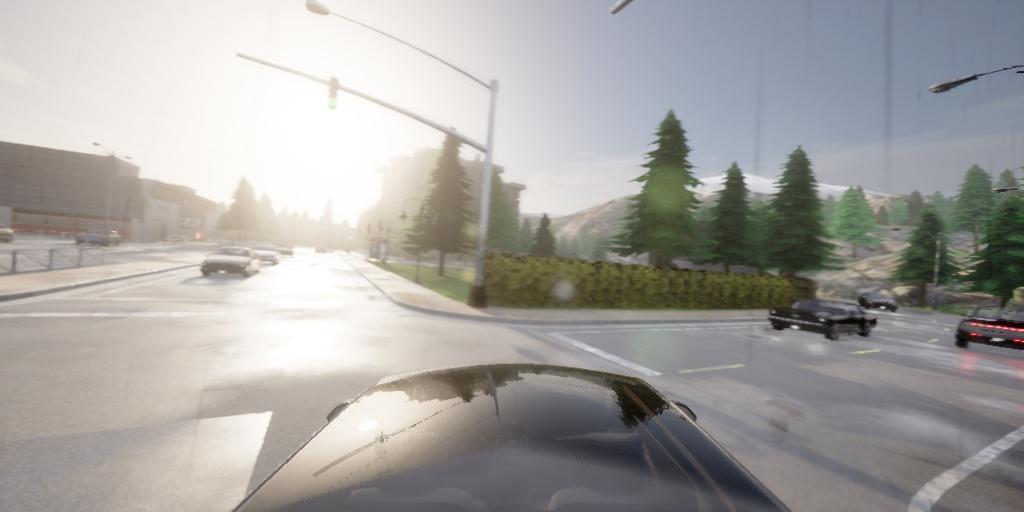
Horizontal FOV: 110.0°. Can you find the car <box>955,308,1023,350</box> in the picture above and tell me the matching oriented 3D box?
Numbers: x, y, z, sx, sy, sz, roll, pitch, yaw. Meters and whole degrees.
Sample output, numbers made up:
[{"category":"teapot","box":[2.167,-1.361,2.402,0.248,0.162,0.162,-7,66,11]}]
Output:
[{"category":"car","box":[17.989,2.714,13.123,4.902,1.511,2.128,5,0,-33]}]

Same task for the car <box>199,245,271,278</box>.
[{"category":"car","box":[-14.235,0.242,18.507,2.033,1.411,5.357,5,0,-28]}]

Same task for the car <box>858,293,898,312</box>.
[{"category":"car","box":[31.500,3.918,31.020,2.033,1.411,5.357,4,0,36]}]

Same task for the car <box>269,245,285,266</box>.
[{"category":"car","box":[-19.041,-0.121,27.633,1.812,1.442,4.674,5,0,-28]}]

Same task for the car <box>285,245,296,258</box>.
[{"category":"car","box":[-26.334,-0.570,41.623,1.994,1.385,4.181,5,0,-28]}]

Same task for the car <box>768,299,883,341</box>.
[{"category":"car","box":[11.930,2.346,13.751,4.718,1.301,1.895,5,0,-30]}]

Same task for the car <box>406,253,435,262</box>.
[{"category":"car","box":[-16.009,0.208,62.693,5.008,1.535,1.882,5,0,-27]}]
